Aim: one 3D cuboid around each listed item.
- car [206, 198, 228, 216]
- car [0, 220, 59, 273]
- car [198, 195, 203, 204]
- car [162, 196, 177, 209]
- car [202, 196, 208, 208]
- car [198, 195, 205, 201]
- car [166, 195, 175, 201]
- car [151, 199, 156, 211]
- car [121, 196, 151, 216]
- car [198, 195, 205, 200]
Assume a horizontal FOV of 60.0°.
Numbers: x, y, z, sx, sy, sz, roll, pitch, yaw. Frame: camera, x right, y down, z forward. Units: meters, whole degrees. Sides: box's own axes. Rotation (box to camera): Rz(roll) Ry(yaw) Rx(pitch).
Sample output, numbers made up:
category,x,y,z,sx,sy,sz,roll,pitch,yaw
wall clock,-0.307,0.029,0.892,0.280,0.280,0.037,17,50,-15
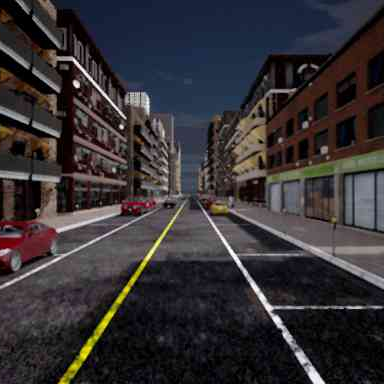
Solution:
category,x,y,z,sx,sy,sz,roll,pitch,yaw
car,2.661,1.551,33.387,1.752,1.417,4.829,0,0,0
car,-5.699,1.592,10.668,1.802,1.307,4.206,0,0,0
car,2.632,1.598,67.034,2.008,1.369,4.403,0,0,0
car,-3.041,1.610,45.678,1.895,1.301,4.718,0,0,0
car,2.652,1.578,44.489,1.887,1.381,4.507,0,0,0
car,2.612,1.584,89.748,1.752,1.417,4.829,0,0,0
car,-5.769,1.611,89.576,2.008,1.369,4.403,0,0,0
car,-5.724,1.471,38.849,1.967,1.590,4.097,0,0,0
car,-5.718,1.342,33.214,2.192,1.841,5.009,0,0,0
car,2.607,1.628,95.215,1.947,1.339,4.313,0,0,0
